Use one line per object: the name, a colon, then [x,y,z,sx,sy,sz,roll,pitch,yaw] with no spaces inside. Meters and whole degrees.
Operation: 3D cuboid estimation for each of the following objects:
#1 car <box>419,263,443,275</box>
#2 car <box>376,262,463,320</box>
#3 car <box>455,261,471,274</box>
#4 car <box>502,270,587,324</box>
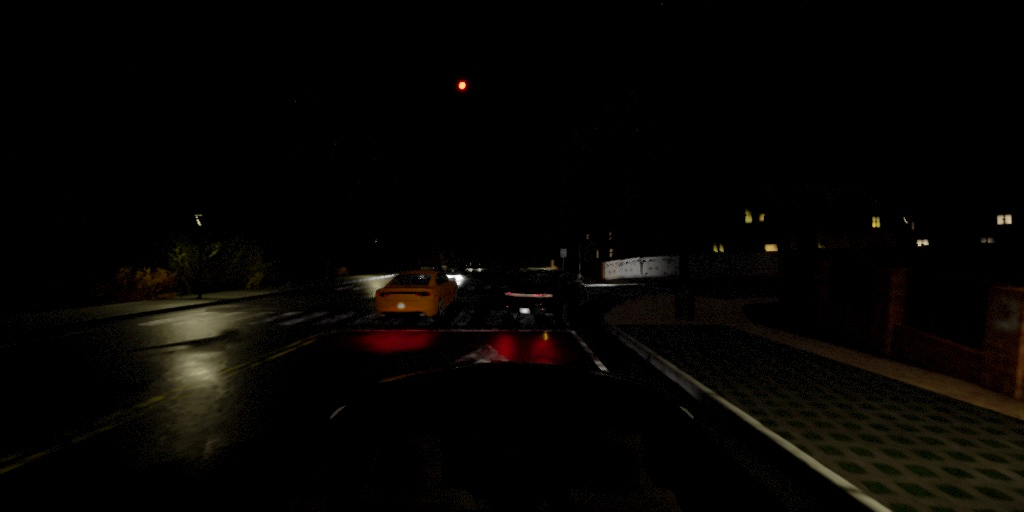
car: [-9.822,1.504,43.776,1.895,1.301,4.718,0,0,0]
car: [-3.186,1.224,12.827,1.882,1.535,5.008,-1,2,0]
car: [-6.575,1.389,42.513,2.128,1.511,4.902,0,0,0]
car: [1.261,1.214,12.304,2.128,1.511,4.902,0,3,22]
